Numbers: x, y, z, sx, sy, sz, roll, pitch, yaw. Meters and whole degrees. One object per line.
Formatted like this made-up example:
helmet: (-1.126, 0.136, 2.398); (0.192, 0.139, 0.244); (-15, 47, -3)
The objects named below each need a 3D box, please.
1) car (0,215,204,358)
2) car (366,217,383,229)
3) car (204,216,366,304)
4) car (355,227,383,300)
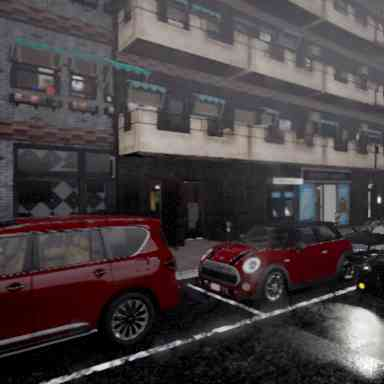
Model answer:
car: (-2.528, 1.316, 4.764); (5.009, 1.841, 2.192); (0, 0, -35)
car: (6.751, 1.564, 11.377); (4.403, 1.369, 2.008); (0, 0, -35)
car: (2.112, 1.447, 8.070); (4.097, 1.590, 1.967); (0, 0, -35)
car: (5.439, 1.573, 7.256); (4.181, 1.385, 1.994); (0, 0, -35)
